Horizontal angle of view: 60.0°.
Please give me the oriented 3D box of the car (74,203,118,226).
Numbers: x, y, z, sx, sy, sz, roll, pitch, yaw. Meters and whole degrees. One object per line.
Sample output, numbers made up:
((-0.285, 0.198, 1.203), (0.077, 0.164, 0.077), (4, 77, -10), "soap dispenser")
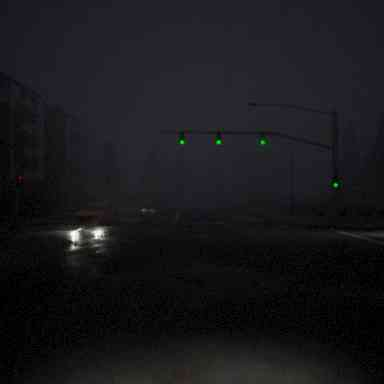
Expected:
((-6.910, 1.581, 24.464), (1.882, 1.535, 5.008), (1, 0, 4), "car")

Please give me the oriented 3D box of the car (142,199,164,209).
((-5.732, 1.723, 49.417), (2.033, 1.411, 5.357), (0, 0, 12), "car")
